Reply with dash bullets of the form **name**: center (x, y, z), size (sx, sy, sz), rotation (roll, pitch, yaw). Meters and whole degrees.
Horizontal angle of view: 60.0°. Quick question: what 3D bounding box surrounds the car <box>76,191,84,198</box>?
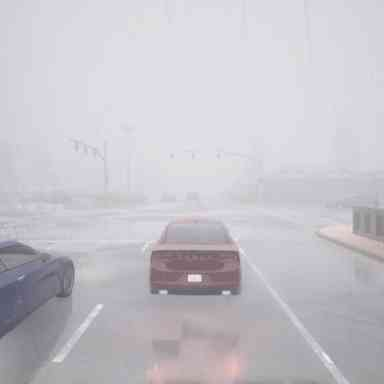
- **car**: center (-21.016, 0.538, 63.105), size (1.895, 1.301, 4.718), rotation (0, 1, 1)

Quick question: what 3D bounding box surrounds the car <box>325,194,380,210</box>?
- **car**: center (15.514, 0.977, 32.251), size (4.892, 1.490, 1.837), rotation (0, 1, 2)

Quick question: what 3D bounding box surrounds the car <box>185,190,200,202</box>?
- **car**: center (0.110, 0.686, 49.035), size (1.837, 1.490, 4.892), rotation (0, 1, 0)

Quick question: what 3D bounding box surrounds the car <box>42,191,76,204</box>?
- **car**: center (-17.583, 0.617, 44.200), size (2.097, 1.767, 4.553), rotation (0, 1, 0)

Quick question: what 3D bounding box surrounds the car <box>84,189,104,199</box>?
- **car**: center (-17.545, 0.458, 60.591), size (1.882, 1.535, 5.008), rotation (0, 1, 0)

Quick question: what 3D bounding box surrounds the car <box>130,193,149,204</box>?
- **car**: center (-6.891, 0.823, 43.605), size (2.033, 1.411, 5.357), rotation (0, 1, 0)

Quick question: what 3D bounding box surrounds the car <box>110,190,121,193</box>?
- **car**: center (-17.486, 0.235, 76.066), size (2.128, 1.511, 4.902), rotation (0, 1, 0)

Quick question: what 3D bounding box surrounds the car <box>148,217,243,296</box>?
- **car**: center (0.114, 1.361, 8.460), size (1.882, 1.535, 5.008), rotation (0, 1, 1)

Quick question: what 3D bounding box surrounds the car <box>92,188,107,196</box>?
- **car**: center (-20.986, 0.065, 75.774), size (2.097, 1.767, 4.553), rotation (0, 1, 0)

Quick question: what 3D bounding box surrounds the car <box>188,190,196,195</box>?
- **car**: center (0.016, 0.157, 84.729), size (1.895, 1.301, 4.718), rotation (0, 1, 0)

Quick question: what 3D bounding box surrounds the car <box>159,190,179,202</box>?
- **car**: center (-3.391, 0.732, 49.770), size (1.994, 1.385, 4.181), rotation (0, 1, 0)

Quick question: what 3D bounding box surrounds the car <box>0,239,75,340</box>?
- **car**: center (-3.435, 1.458, 5.276), size (1.812, 1.442, 4.674), rotation (0, 1, 0)

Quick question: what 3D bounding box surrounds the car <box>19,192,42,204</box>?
- **car**: center (-21.083, 0.739, 44.425), size (1.882, 1.535, 5.008), rotation (0, 1, 0)

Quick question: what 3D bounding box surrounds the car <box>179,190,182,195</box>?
- **car**: center (-3.484, 0.095, 85.115), size (2.033, 1.411, 5.357), rotation (0, 1, 0)
